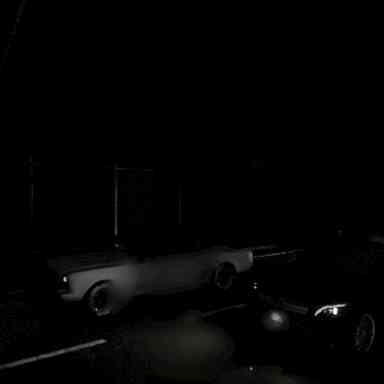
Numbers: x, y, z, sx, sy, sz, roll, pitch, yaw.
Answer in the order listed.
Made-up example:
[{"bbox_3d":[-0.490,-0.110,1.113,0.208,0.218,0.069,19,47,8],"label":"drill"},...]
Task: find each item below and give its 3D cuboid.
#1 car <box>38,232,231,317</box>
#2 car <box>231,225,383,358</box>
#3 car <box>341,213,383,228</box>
[{"bbox_3d":[-0.888,1.639,7.659,4.718,1.301,1.895,1,0,-35],"label":"car"},{"bbox_3d":[3.133,1.588,6.210,4.674,1.442,1.812,1,-1,-35],"label":"car"},{"bbox_3d":[8.195,1.630,14.134,5.008,1.535,1.882,1,-1,-35],"label":"car"}]
